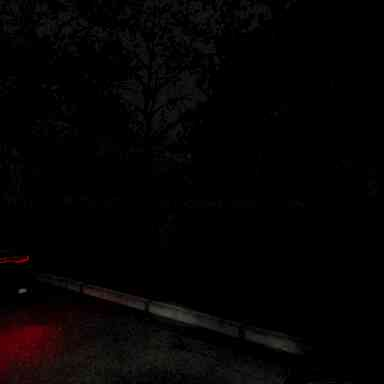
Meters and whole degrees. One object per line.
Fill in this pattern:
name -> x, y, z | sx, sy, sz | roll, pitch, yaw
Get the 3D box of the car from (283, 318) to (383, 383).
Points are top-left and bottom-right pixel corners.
car -> 2.622, 1.351, 1.494 | 4.553, 1.767, 2.097 | 0, 0, 36

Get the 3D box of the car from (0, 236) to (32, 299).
car -> -5.563, 1.488, 7.395 | 5.008, 1.535, 1.882 | 0, 0, 36
